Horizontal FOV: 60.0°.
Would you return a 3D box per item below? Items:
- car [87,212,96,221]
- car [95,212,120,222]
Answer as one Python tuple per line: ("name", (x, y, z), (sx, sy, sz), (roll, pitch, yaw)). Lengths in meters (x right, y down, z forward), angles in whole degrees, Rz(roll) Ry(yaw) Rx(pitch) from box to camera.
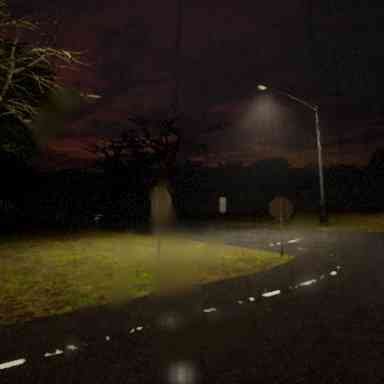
("car", (-17.602, 4.408, 60.342), (2.128, 1.511, 4.902), (-2, -1, -34))
("car", (-13.600, 4.176, 54.565), (2.033, 1.411, 5.357), (-2, -1, -34))
